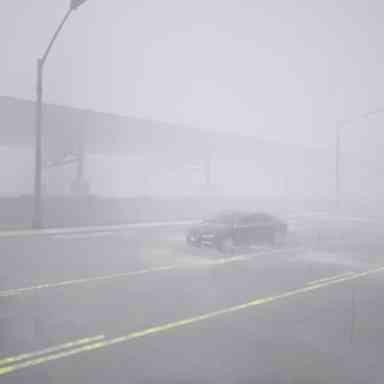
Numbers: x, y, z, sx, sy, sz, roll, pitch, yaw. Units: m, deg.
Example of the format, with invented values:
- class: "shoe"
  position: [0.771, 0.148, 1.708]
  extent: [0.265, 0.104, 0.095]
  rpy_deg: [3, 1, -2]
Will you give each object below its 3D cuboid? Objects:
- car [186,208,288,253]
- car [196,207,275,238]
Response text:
- class: "car"
  position: [2.001, 1.560, 14.011]
  extent: [4.892, 1.490, 1.837]
  rpy_deg: [0, 0, -36]
- class: "car"
  position: [2.501, 1.626, 18.649]
  extent: [4.181, 1.385, 1.994]
  rpy_deg: [0, 0, -36]
